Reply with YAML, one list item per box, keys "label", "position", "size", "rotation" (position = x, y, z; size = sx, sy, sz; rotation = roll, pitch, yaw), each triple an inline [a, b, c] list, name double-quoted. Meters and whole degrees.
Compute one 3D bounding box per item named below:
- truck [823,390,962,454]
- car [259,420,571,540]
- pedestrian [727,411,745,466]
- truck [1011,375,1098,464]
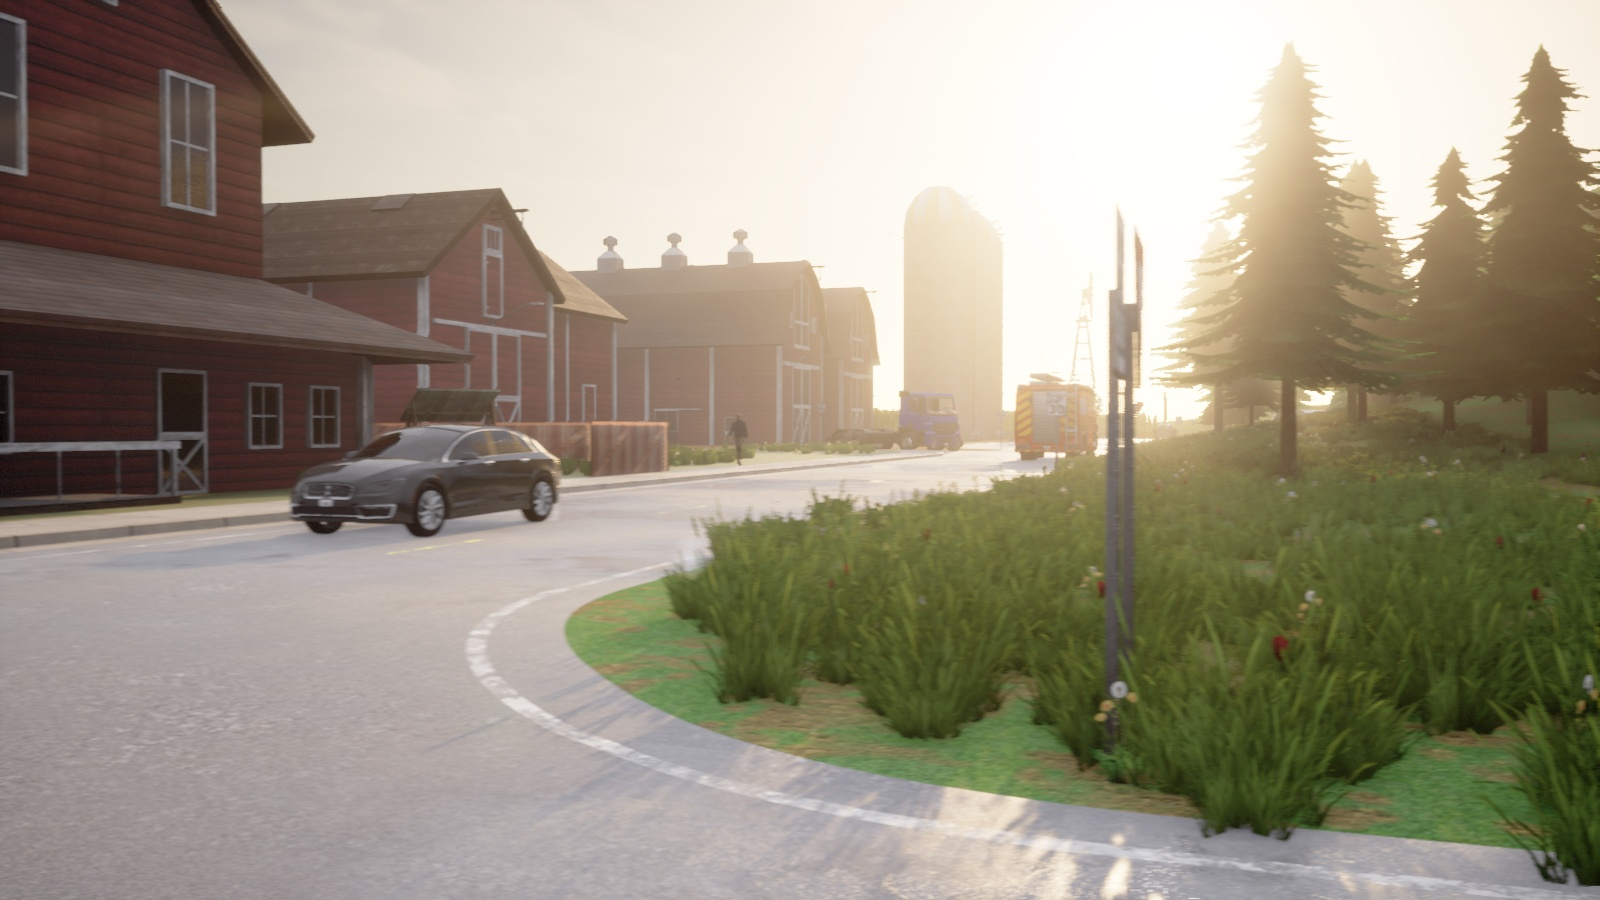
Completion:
- label: "truck"
  position: [5.210, -1.593, 72.155]
  size: [7.936, 3.462, 2.891]
  rotation: [1, 1, 45]
- label: "car"
  position: [-5.358, 0.338, 18.300]
  size: [1.837, 1.490, 4.892]
  rotation: [1, 1, 19]
- label: "pedestrian"
  position: [-2.166, -0.405, 42.551]
  size: [0.402, 1.842, 0.726]
  rotation: [1, 1, 15]
- label: "truck"
  position: [11.965, -1.401, 58.459]
  size: [2.891, 3.827, 8.468]
  rotation: [1, 1, 19]
